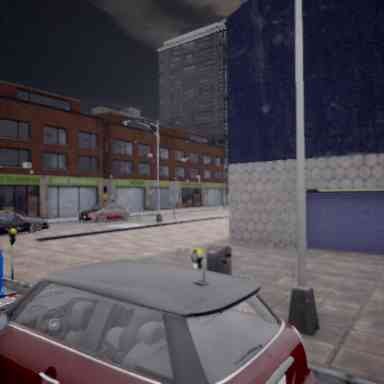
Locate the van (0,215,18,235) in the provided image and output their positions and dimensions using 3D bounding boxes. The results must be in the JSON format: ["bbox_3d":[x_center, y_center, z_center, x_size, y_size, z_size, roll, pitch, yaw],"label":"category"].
[{"bbox_3d":[-5.420,1.407,6.680,3.998,1.788,1.690,-1,-1,35],"label":"van"}]

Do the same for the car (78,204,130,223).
[{"bbox_3d":[-7.150,1.718,27.310,1.994,1.385,4.181,-1,-1,36],"label":"car"}]

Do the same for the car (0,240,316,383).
[{"bbox_3d":[-0.961,1.462,3.501,4.097,1.590,1.967,-1,-1,35],"label":"car"}]

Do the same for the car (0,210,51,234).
[{"bbox_3d":[-10.305,1.664,17.454,2.033,1.411,5.357,-1,0,33],"label":"car"}]
